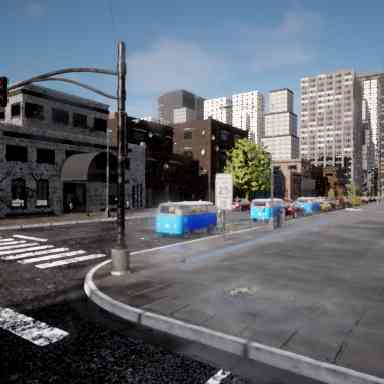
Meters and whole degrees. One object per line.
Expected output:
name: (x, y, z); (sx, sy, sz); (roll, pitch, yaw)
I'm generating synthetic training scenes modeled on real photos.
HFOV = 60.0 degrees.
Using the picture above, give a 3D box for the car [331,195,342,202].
car: (37.279, 1.713, 85.836); (1.967, 1.590, 4.097); (0, 0, 35)

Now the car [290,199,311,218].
car: (9.328, 1.655, 31.243); (1.887, 1.381, 4.507); (0, 0, 35)

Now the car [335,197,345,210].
car: (18.822, 1.729, 44.818); (1.947, 1.339, 4.313); (0, 0, 35)

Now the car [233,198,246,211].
car: (5.637, 1.507, 40.587); (1.967, 1.590, 4.097); (0, 0, 35)

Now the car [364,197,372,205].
car: (34.644, 1.810, 67.444); (1.887, 1.381, 4.507); (0, 0, 35)

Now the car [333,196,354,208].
car: (21.988, 1.497, 49.345); (2.192, 1.841, 5.009); (0, 0, 35)

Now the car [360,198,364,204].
car: (28.413, 1.748, 58.534); (1.752, 1.417, 4.829); (0, 0, 35)

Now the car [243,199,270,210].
car: (8.800, 1.629, 45.111); (1.887, 1.381, 4.507); (0, 0, 35)

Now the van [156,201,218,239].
van: (-0.163, 1.407, 17.668); (1.690, 1.788, 3.998); (0, 0, 35)

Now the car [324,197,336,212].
car: (15.755, 1.671, 40.433); (1.752, 1.417, 4.829); (0, 0, 35)

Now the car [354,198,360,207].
car: (25.152, 1.517, 53.870); (2.192, 1.841, 5.009); (0, 0, 35)

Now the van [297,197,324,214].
van: (12.494, 1.469, 35.768); (1.690, 1.788, 3.998); (0, 0, 35)

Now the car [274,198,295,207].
car: (15.129, 1.666, 54.161); (1.887, 1.381, 4.507); (0, 0, 35)

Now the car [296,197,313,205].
car: (21.458, 1.706, 63.211); (1.887, 1.381, 4.507); (0, 0, 35)

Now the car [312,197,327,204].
car: (27.688, 1.729, 72.122); (1.752, 1.417, 4.829); (0, 0, 35)

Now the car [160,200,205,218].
car: (-0.790, 1.558, 31.396); (1.752, 1.417, 4.829); (0, 0, 35)

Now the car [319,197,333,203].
car: (30.950, 1.792, 76.786); (1.947, 1.339, 4.313); (0, 0, 35)

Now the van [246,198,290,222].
van: (6.165, 1.436, 26.718); (1.690, 1.788, 3.998); (0, 0, 35)

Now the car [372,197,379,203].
car: (44.137, 1.900, 81.020); (1.947, 1.339, 4.313); (0, 0, 35)
